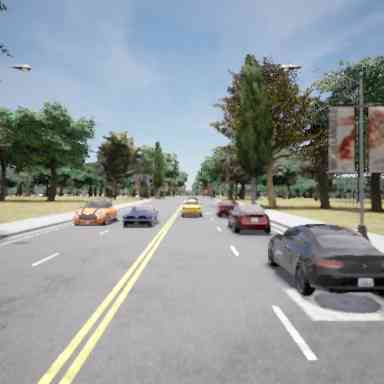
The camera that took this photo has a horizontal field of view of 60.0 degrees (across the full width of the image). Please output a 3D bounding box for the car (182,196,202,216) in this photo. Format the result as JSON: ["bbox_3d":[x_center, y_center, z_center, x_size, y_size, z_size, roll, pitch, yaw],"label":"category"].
[{"bbox_3d":[-0.018,1.427,31.516,1.801,1.575,5.366,0,0,0],"label":"car"}]

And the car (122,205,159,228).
[{"bbox_3d":[-3.346,1.583,22.251,1.895,1.301,4.718,0,0,0],"label":"car"}]

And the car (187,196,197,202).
[{"bbox_3d":[0.014,1.555,74.333,2.033,1.411,5.357,0,0,0],"label":"car"}]

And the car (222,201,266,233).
[{"bbox_3d":[3.254,1.491,19.558,2.163,1.488,4.792,0,0,0],"label":"car"}]

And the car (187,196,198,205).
[{"bbox_3d":[0.109,1.460,57.800,1.882,1.535,5.008,0,0,0],"label":"car"}]

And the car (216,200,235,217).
[{"bbox_3d":[3.257,1.450,30.529,1.882,1.535,5.008,0,0,0],"label":"car"}]

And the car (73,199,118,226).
[{"bbox_3d":[-6.596,1.333,23.201,2.097,1.767,4.553,0,0,0],"label":"car"}]

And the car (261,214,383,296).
[{"bbox_3d":[3.252,1.529,8.527,1.812,1.442,4.674,0,0,0],"label":"car"}]
